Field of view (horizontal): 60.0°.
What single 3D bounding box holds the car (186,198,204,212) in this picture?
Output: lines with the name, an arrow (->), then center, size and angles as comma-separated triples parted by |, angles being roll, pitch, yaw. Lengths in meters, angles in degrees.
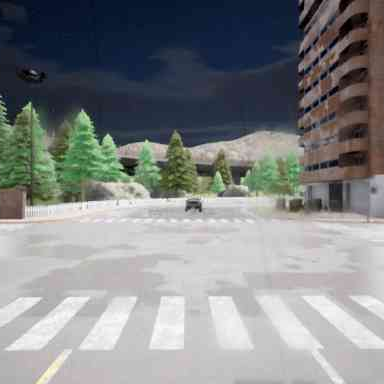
car -> 0.308, 1.486, 39.378 | 1.837, 1.490, 4.892 | 0, 0, 4
